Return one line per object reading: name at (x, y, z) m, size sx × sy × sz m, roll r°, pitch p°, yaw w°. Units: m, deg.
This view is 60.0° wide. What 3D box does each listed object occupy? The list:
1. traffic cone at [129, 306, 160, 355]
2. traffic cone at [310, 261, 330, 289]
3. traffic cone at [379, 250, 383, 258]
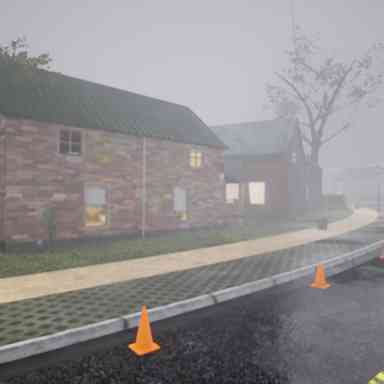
traffic cone at (-0.689, 1.950, 4.793) m, size 0.340 × 0.580 × 0.340 m, roll 0°, pitch 0°, yaw -38°
traffic cone at (3.035, 1.938, 7.883) m, size 0.340 × 0.580 × 0.340 m, roll 0°, pitch 0°, yaw -42°
traffic cone at (6.550, 1.926, 11.208) m, size 0.340 × 0.580 × 0.340 m, roll 0°, pitch 0°, yaw 45°
